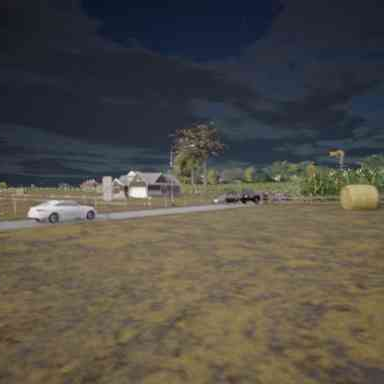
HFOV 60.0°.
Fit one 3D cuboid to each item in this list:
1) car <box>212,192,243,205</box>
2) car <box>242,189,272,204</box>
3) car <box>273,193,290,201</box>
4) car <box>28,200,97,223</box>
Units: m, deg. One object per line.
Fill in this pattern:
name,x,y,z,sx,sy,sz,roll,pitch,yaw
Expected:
car,4.660,1.038,46.677,2.128,1.511,4.902,-2,-1,36
car,9.037,0.654,47.902,2.150,2.045,5.566,-2,0,37
car,14.983,0.863,56.328,2.033,1.411,5.357,-2,0,35
car,-8.798,1.285,22.889,1.812,1.442,4.674,-2,0,35
